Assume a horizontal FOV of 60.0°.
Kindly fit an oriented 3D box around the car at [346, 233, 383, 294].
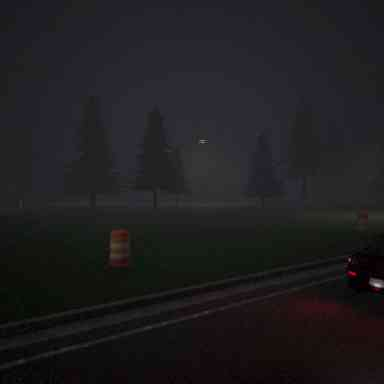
[{"bbox_3d":[5.347,1.536,7.563,4.674,1.442,1.812,0,0,-36],"label":"car"}]
